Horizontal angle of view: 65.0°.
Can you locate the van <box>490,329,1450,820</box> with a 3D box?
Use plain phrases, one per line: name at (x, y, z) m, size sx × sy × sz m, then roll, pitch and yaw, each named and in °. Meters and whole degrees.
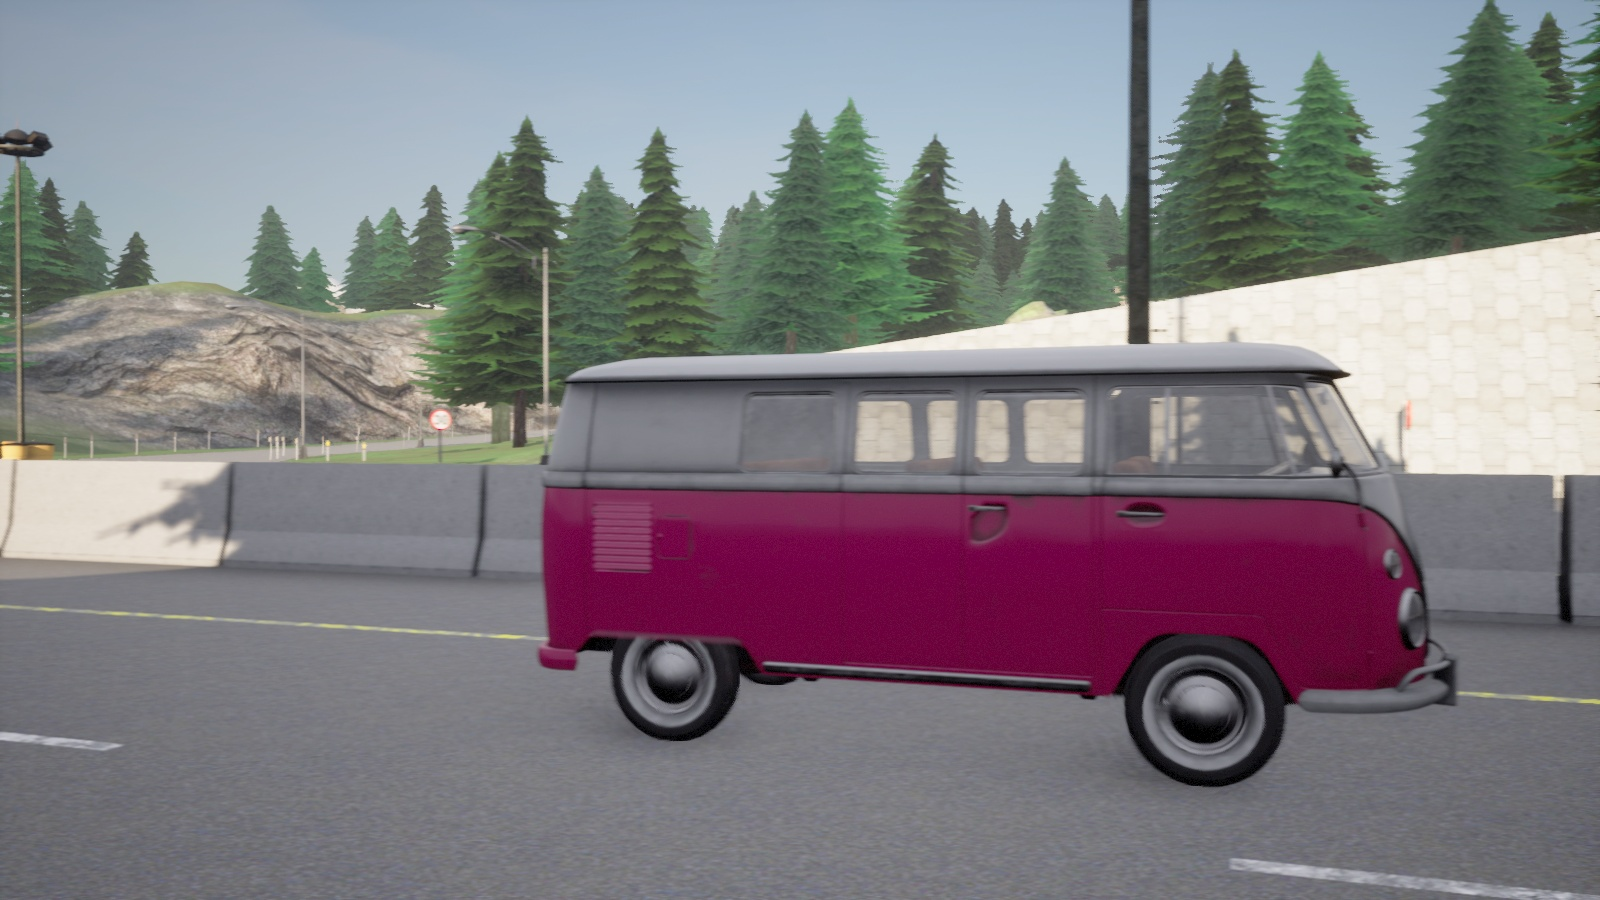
van at (0.788, 0.471, 6.617) m, size 4.442 × 1.987 × 1.775 m, roll 1°, pitch 1°, yaw 19°
